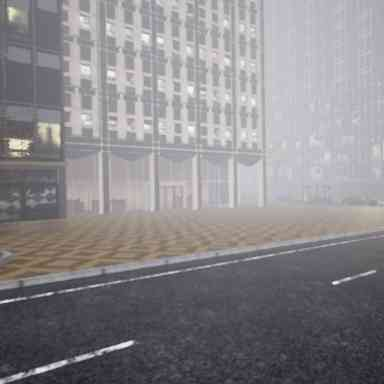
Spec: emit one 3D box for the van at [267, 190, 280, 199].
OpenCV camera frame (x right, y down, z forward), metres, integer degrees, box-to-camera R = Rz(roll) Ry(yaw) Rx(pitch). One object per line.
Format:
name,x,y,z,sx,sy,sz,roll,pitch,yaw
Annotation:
van,15.793,0.560,66.672,1.690,1.788,3.998,-1,1,-35

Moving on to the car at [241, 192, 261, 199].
car,12.572,0.750,71.357,1.802,1.307,4.206,-1,1,-35

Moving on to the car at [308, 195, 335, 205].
car,18.468,1.139,47.821,1.802,1.307,4.206,-1,1,-35

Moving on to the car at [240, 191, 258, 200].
car,9.977,0.681,65.025,2.097,1.767,4.553,-2,1,-34

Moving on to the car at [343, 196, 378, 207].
car,21.678,1.172,43.127,1.947,1.339,4.313,-1,1,-35

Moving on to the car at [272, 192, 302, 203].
car,15.294,1.072,52.534,1.947,1.339,4.313,-1,1,-35
